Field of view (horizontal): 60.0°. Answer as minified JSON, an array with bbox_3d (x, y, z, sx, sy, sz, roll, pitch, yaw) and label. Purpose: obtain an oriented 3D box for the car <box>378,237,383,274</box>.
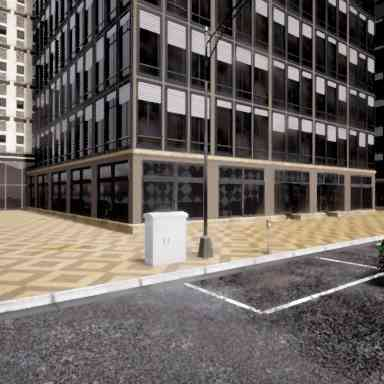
[{"bbox_3d":[7.130,1.225,8.815,5.566,2.045,2.150,1,0,-37],"label":"car"}]
